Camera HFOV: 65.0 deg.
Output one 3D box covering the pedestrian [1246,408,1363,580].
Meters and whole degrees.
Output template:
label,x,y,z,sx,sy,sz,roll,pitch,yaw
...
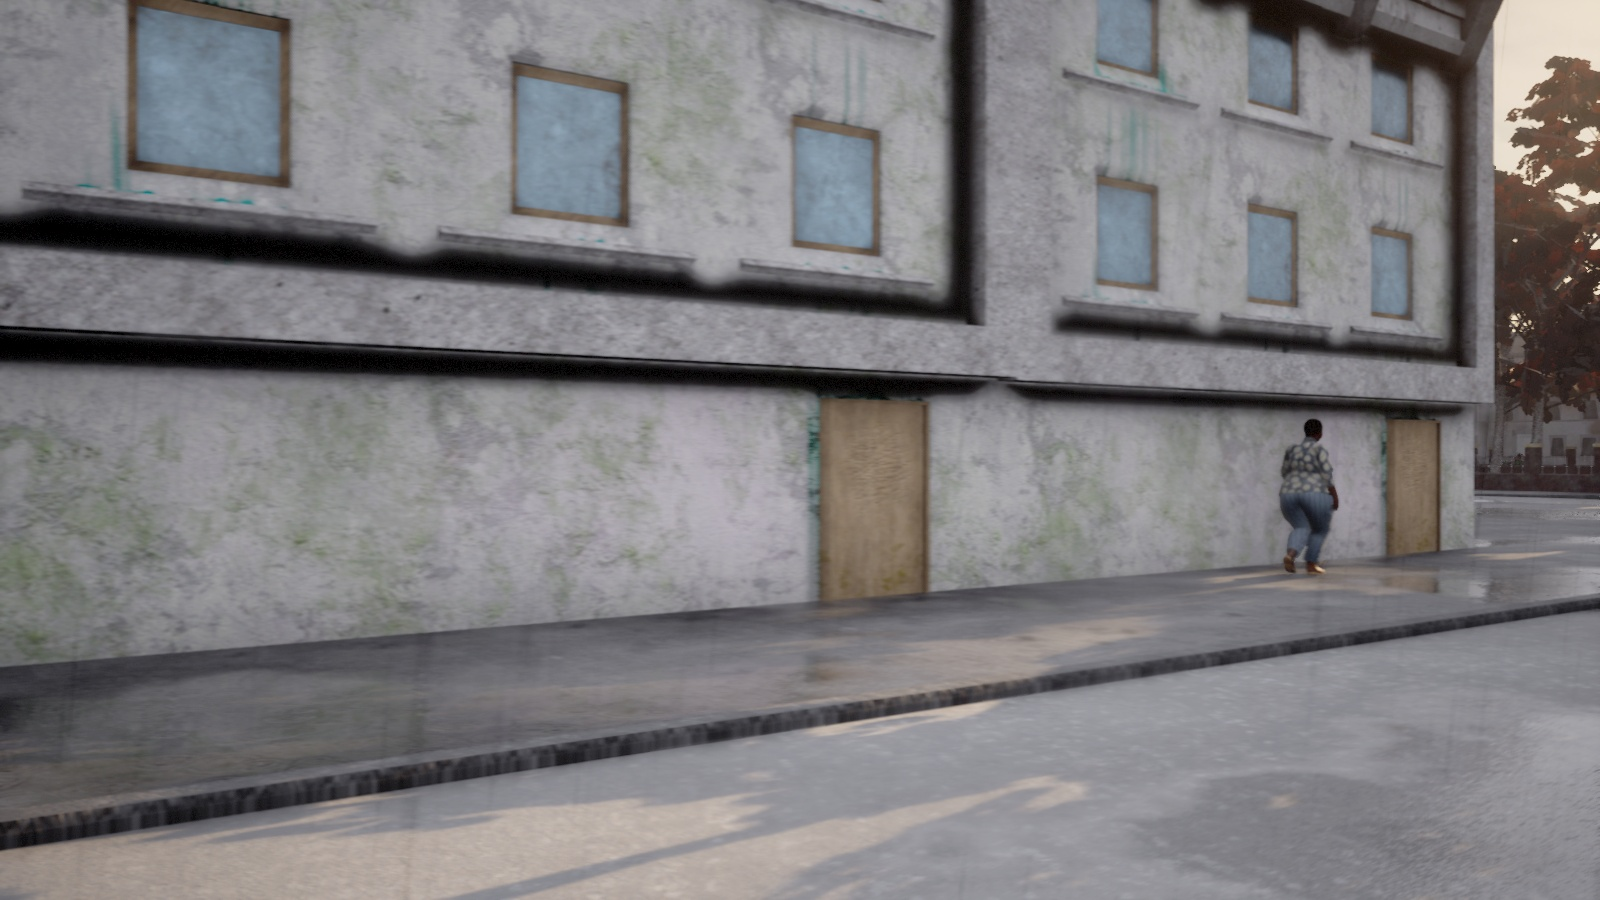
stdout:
label,x,y,z,sx,sy,sz,roll,pitch,yaw
pedestrian,5.673,0.477,14.130,0.900,1.855,0.874,0,0,-35
